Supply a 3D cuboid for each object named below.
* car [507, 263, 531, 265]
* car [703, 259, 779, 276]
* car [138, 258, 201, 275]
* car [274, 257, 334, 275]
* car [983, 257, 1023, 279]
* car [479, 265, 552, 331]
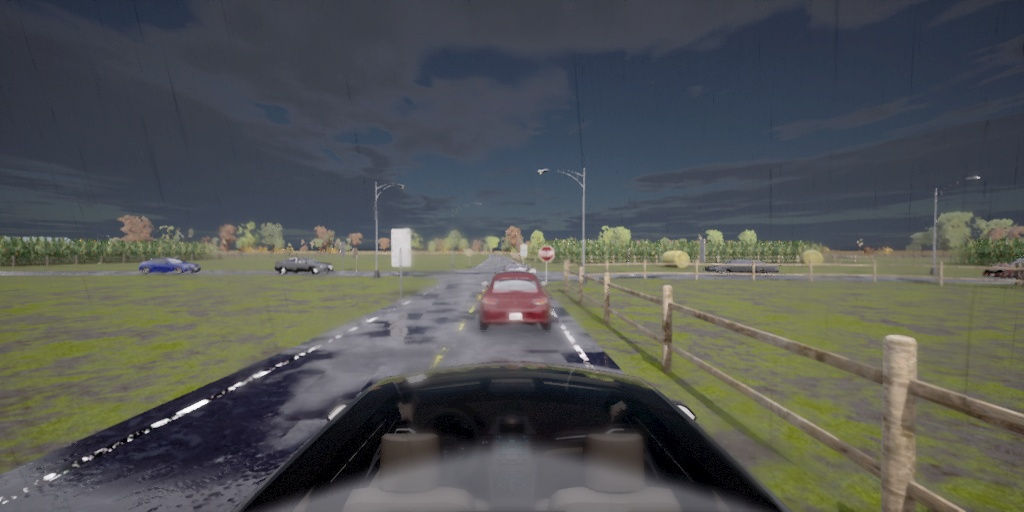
[{"bbox_3d":[0.461,1.107,22.004,1.895,1.301,4.718,0,1,9],"label":"car"},{"bbox_3d":[19.328,0.957,30.439,5.357,1.411,2.033,0,1,11],"label":"car"},{"bbox_3d":[-30.767,0.897,32.264,4.674,1.442,1.812,0,1,0],"label":"car"},{"bbox_3d":[-18.487,0.871,31.937,4.902,1.511,2.128,0,1,2],"label":"car"},{"bbox_3d":[38.012,0.833,26.178,4.553,1.767,2.097,0,1,15],"label":"car"},{"bbox_3d":[0.083,1.171,10.409,1.812,1.442,4.674,0,1,0],"label":"car"}]
